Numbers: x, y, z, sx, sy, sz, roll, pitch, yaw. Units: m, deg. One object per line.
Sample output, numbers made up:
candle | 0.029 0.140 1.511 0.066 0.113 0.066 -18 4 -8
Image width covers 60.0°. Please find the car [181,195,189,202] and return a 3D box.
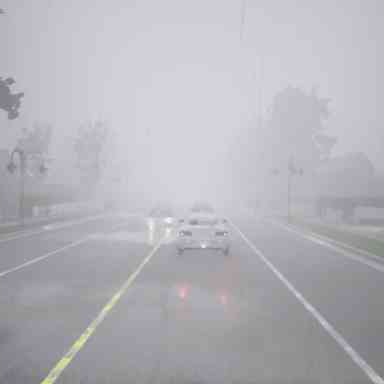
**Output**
car | -1.513 1.377 73.767 1.812 1.442 4.674 0 0 2

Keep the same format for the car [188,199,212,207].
car | 0.903 1.565 30.606 1.994 1.385 4.181 0 0 2

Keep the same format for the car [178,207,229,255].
car | 0.439 1.527 13.231 1.812 1.442 4.674 0 0 1

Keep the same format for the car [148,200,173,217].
car | -2.781 1.505 31.078 1.812 1.442 4.674 0 0 2
